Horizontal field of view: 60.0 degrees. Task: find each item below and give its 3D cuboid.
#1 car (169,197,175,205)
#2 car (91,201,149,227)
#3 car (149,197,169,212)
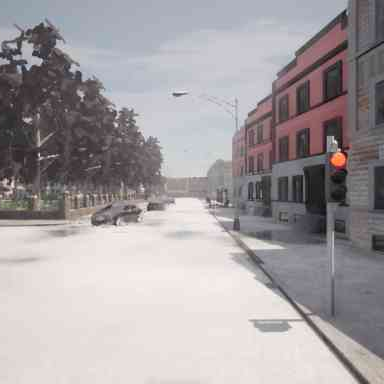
[{"bbox_3d":[-4.064,1.547,61.443,2.033,1.411,5.357,0,0,1],"label":"car"},{"bbox_3d":[-5.029,1.505,23.002,1.837,1.490,4.892,1,0,17],"label":"car"},{"bbox_3d":[-4.106,1.478,39.525,1.882,1.535,5.008,0,0,0],"label":"car"}]
